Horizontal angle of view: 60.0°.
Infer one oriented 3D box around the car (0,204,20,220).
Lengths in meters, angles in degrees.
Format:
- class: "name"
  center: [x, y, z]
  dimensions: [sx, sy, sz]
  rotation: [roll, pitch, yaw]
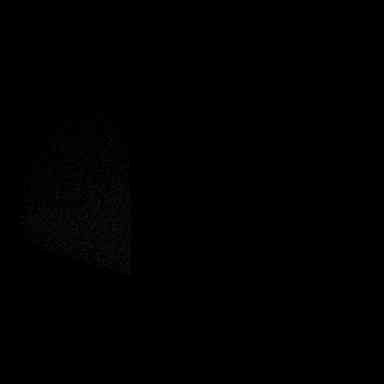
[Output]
- class: "car"
  center: [-17.867, 1.854, 32.152]
  dimensions: [2.033, 1.411, 5.357]
  rotation: [-1, 0, 7]
